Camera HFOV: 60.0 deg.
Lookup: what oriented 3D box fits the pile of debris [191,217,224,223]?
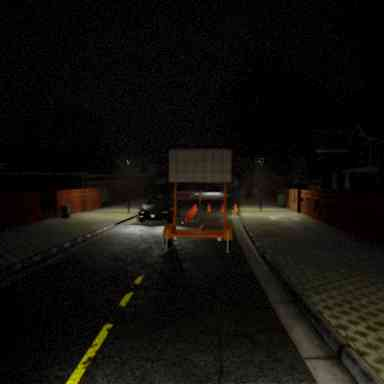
[{"bbox_3d":[0.926,1.596,19.137,1.860,0.140,1.500,0,2,5],"label":"pile of debris"}]

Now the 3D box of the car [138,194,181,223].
[{"bbox_3d":[-1.799,0.909,19.615,1.837,1.490,4.892,0,2,6],"label":"car"}]

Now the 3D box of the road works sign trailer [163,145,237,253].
[{"bbox_3d":[0.308,0.115,12.153,2.380,3.560,2.880,0,2,6],"label":"road works sign trailer"}]

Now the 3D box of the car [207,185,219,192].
[{"bbox_3d":[3.871,-0.665,60.600,1.895,1.301,4.718,1,3,9],"label":"car"}]
